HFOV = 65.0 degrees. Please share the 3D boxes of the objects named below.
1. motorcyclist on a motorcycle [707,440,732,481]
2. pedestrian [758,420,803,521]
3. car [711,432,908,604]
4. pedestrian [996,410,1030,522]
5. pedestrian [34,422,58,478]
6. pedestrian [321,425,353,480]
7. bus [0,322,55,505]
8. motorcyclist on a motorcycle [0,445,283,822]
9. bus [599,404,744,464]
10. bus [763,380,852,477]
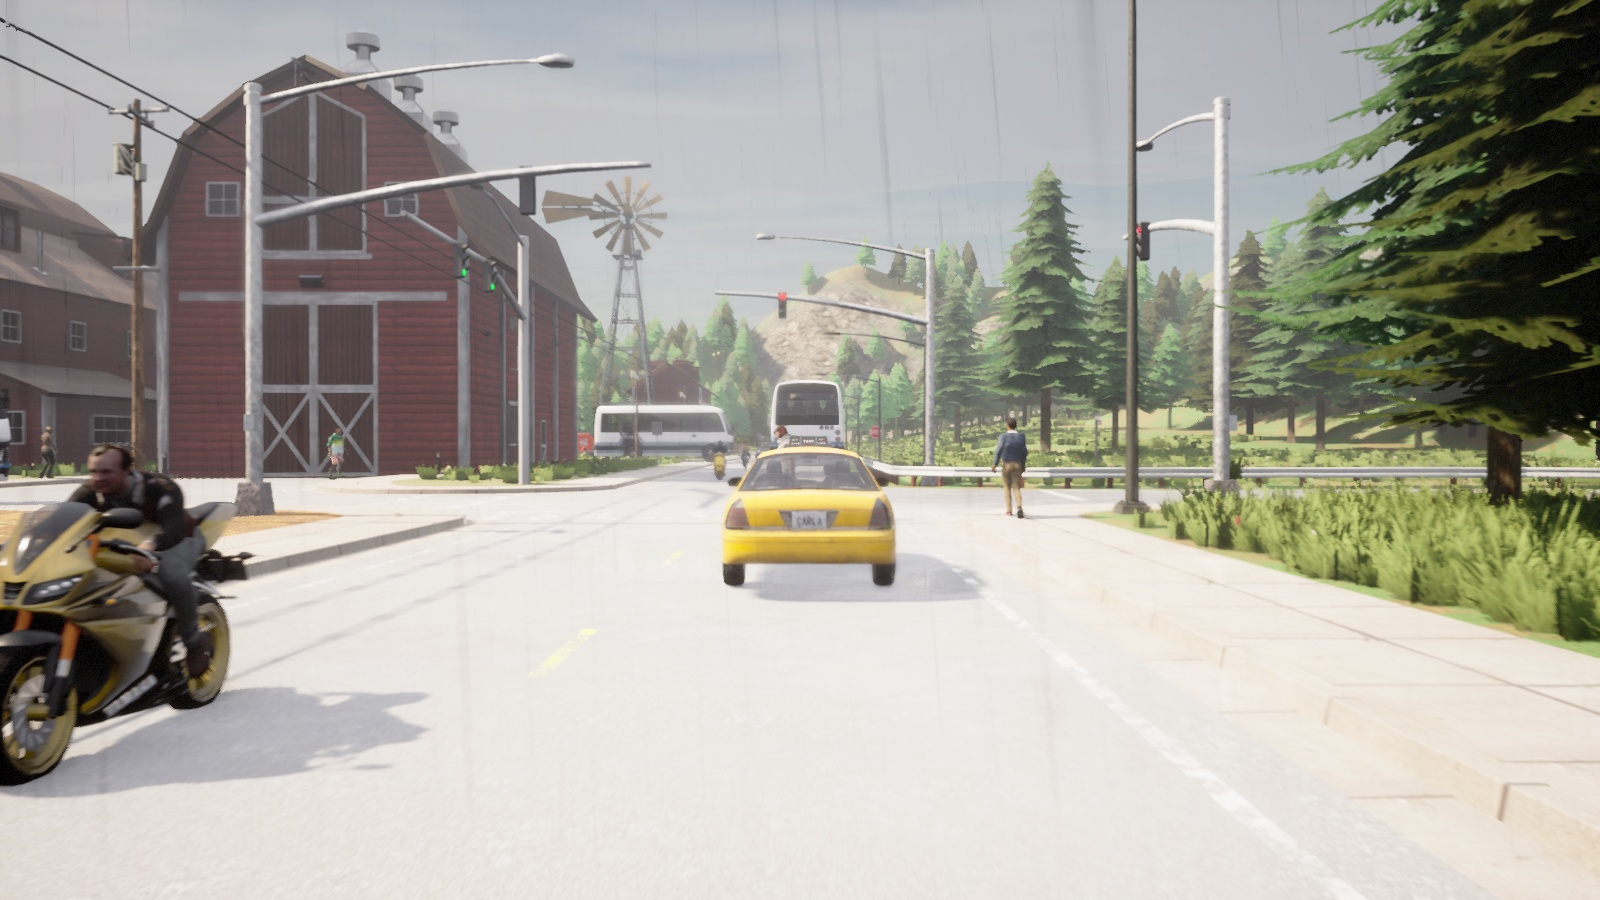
[{"bbox_3d":[-3.200,0.415,50.147,0.866,1.590,1.817,0,0,0],"label":"motorcyclist on a motorcycle"},{"bbox_3d":[-0.379,0.396,24.516,0.873,1.952,0.659,0,0,0],"label":"pedestrian"},{"bbox_3d":[0.097,0.606,14.184,1.801,1.575,5.366,0,0,0],"label":"car"},{"bbox_3d":[3.795,0.278,22.431,0.423,1.949,0.788,0,0,-4],"label":"pedestrian"},{"bbox_3d":[-25.242,0.002,42.035,0.331,1.846,0.634,0,0,13],"label":"pedestrian"},{"bbox_3d":[-16.647,0.095,45.133,0.873,1.952,0.659,0,0,13],"label":"pedestrian"},{"bbox_3d":[-23.737,-0.845,29.348,10.273,4.253,3.944,0,1,-1],"label":"bus"},{"bbox_3d":[-3.449,0.744,6.210,0.866,1.530,2.191,0,0,0],"label":"motorcyclist on a motorcycle"},{"bbox_3d":[-9.348,-1.158,92.376,10.273,4.253,3.944,0,0,0],"label":"bus"},{"bbox_3d":[0.359,-0.970,60.324,3.944,4.253,10.273,0,0,0],"label":"bus"}]
